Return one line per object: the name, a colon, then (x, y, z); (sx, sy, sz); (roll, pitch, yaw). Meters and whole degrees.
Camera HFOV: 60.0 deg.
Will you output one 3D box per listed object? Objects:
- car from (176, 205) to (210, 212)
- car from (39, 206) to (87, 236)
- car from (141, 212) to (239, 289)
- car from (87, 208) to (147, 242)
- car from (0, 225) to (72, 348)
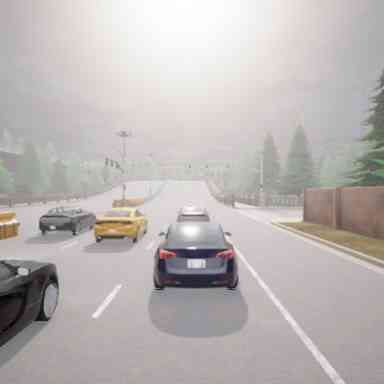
car: (0.076, 1.545, 19.829); (2.128, 1.511, 4.902); (0, 0, 0)
car: (-6.923, 1.543, 18.944); (2.128, 1.511, 4.902); (0, 0, 0)
car: (0.090, 1.529, 9.244); (2.163, 1.488, 4.792); (0, 0, 0)
car: (-3.419, 1.522, 16.700); (1.882, 1.535, 5.008); (0, 0, 0)
car: (-3.404, 1.489, 4.220); (1.882, 1.535, 5.008); (0, 0, 0)
